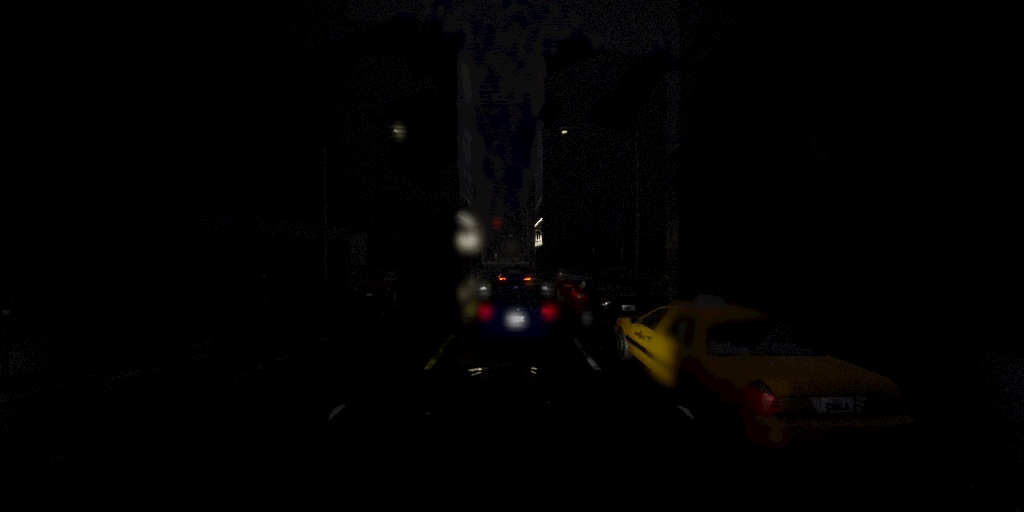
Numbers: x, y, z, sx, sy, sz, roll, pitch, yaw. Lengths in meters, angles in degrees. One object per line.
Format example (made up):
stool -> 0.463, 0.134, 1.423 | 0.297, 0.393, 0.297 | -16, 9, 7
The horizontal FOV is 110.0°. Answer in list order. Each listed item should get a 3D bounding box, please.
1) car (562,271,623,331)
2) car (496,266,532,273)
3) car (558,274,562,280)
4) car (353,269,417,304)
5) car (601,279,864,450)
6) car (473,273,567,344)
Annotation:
car -> 2.879, 1.313, 10.878 | 1.948, 1.339, 4.313 | 0, 0, 0
car -> 0.111, 1.270, 19.578 | 1.812, 1.442, 4.674 | 0, 0, -2
car -> 2.882, 1.327, 16.464 | 1.802, 1.307, 4.207 | 0, 0, 0
car -> -5.663, 1.290, 16.466 | 1.888, 1.381, 4.507 | 0, 0, 0
car -> 2.876, 1.274, 5.462 | 1.751, 1.417, 4.829 | 0, 0, 0
car -> 0.104, 1.312, 9.563 | 1.994, 1.385, 4.181 | 0, 0, 0
